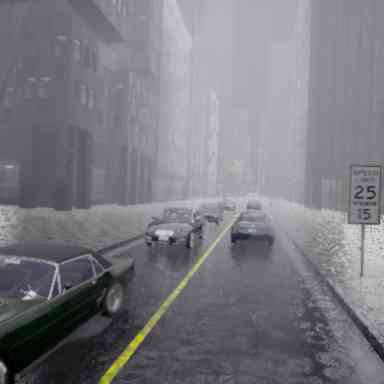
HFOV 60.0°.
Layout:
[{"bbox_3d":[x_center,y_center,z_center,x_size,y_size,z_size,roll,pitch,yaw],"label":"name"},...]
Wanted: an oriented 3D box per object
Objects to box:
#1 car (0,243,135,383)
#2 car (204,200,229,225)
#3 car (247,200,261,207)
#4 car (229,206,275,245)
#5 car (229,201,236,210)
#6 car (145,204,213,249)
[{"bbox_3d":[-2.466,1.507,4.703,1.895,1.301,4.718,2,0,11],"label":"car"},{"bbox_3d":[1.340,1.569,24.860,2.033,1.411,5.357,2,0,10],"label":"car"},{"bbox_3d":[8.663,1.828,46.471,1.994,1.385,4.181,2,0,11],"label":"car"},{"bbox_3d":[2.991,1.655,16.341,1.994,1.385,4.181,2,0,11],"label":"car"},{"bbox_3d":[4.264,1.713,39.857,1.994,1.385,4.181,2,0,11],"label":"car"},{"bbox_3d":[-0.577,1.455,14.670,2.128,1.511,4.902,2,0,11],"label":"car"}]
